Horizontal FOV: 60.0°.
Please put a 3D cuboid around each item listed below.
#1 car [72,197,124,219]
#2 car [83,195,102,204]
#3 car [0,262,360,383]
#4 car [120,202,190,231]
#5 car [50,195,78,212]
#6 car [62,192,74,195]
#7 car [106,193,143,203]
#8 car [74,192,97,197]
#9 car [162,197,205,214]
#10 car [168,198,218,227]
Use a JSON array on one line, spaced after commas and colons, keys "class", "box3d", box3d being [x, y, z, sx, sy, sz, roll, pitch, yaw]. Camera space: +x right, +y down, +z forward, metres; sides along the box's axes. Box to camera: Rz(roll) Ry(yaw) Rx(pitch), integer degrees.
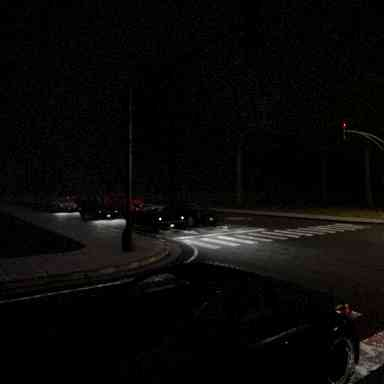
[{"class": "car", "box3d": [-8.031, 1.454, 28.044, 2.033, 1.411, 5.357, 0, 0, -36]}, {"class": "car", "box3d": [-17.410, 1.339, 57.861, 1.812, 1.442, 4.674, 0, 0, -35]}, {"class": "car", "box3d": [-0.019, 1.564, 3.668, 4.181, 1.385, 1.994, 0, 0, -35]}, {"class": "car", "box3d": [-2.373, 1.542, 20.230, 1.895, 1.301, 4.718, 0, 0, -36]}, {"class": "car", "box3d": [-14.065, 1.400, 36.375, 1.812, 1.442, 4.674, 0, 0, -36]}, {"class": "car", "box3d": [-21.414, 1.038, 57.734, 2.150, 2.045, 5.566, 0, 0, -36]}, {"class": "car", "box3d": [-6.454, 1.116, 31.401, 2.150, 2.045, 5.566, 0, 0, -36]}, {"class": "car", "box3d": [-15.604, 1.186, 49.812, 2.097, 1.767, 4.553, 0, 0, -35]}, {"class": "car", "box3d": [-0.983, 1.374, 35.271, 2.128, 1.511, 4.902, 0, 0, -36]}, {"class": "car", "box3d": [-0.220, 1.409, 22.804, 1.882, 1.535, 5.008, 0, 0, -35]}]
